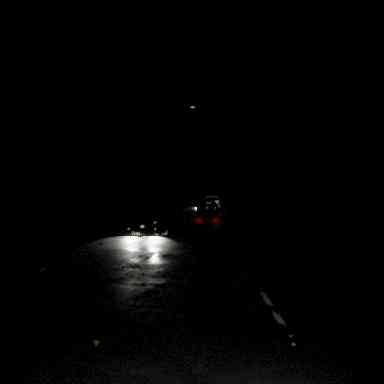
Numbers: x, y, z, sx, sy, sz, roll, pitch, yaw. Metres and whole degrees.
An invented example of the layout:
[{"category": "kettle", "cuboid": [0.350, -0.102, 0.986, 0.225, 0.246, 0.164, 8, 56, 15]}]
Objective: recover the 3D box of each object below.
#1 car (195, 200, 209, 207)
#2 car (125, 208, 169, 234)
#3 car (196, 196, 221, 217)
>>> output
[{"category": "car", "cuboid": [1.850, 2.090, 61.091, 1.895, 1.301, 4.718, 0, -1, 9]}, {"category": "car", "cuboid": [-2.534, 1.653, 19.570, 1.994, 1.385, 4.181, 0, 0, 3]}, {"category": "car", "cuboid": [1.672, 1.569, 34.014, 2.097, 1.767, 4.553, 0, 0, 5]}]
